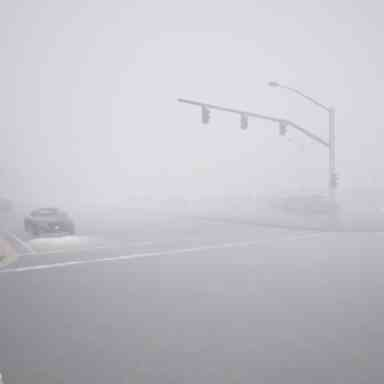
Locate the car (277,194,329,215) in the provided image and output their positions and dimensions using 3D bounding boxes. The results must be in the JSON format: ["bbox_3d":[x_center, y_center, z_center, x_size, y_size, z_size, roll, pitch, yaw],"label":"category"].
[{"bbox_3d":[11.336,1.295,33.665,1.932,1.855,4.605,0,0,-35],"label":"car"}]

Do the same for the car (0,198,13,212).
[{"bbox_3d":[-22.135,1.523,38.541,1.837,1.490,4.892,0,0,-35],"label":"car"}]

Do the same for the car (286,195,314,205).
[{"bbox_3d":[19.738,1.406,60.902,1.932,1.855,4.605,0,0,-35],"label":"car"}]

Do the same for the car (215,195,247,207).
[{"bbox_3d":[5.943,1.568,51.142,1.970,1.475,3.806,0,0,-35],"label":"car"}]

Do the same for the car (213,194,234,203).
[{"bbox_3d":[6.557,1.384,70.062,1.932,1.855,4.605,0,0,-35],"label":"car"}]

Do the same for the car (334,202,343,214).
[{"bbox_3d":[13.739,1.311,35.279,1.905,1.878,3.866,0,0,-35],"label":"car"}]

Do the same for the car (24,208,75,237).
[{"bbox_3d":[-7.939,1.592,18.395,1.994,1.385,4.181,0,0,-35],"label":"car"}]

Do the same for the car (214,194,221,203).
[{"bbox_3d":[4.386,1.582,68.482,1.784,1.438,3.905,0,0,-35],"label":"car"}]

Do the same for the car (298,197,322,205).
[{"bbox_3d":[22.148,1.631,62.509,1.784,1.438,3.905,0,0,-35],"label":"car"}]

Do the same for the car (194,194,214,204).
[{"bbox_3d":[2.013,1.600,66.824,1.970,1.475,3.806,0,0,-35],"label":"car"}]
